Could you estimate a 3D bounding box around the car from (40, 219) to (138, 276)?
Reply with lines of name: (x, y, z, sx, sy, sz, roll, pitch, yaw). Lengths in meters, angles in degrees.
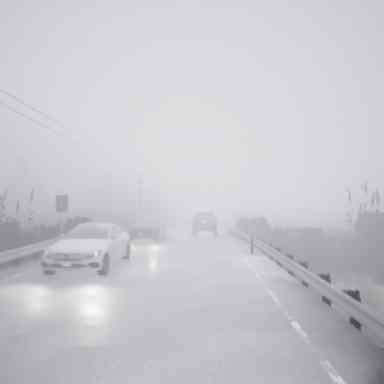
car: (-3.330, 1.789, 11.354, 1.812, 1.442, 4.674, 0, -3, 2)

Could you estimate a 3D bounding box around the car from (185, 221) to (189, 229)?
car: (0.486, 4.289, 44.541, 2.128, 1.511, 4.902, 2, -3, -18)

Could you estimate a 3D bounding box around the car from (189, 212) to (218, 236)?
car: (1.164, 2.841, 29.821, 2.150, 2.045, 5.566, 0, -5, 3)

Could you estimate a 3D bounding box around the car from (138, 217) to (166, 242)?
car: (-2.853, 2.389, 21.933, 1.882, 1.535, 5.008, 0, -5, 3)
